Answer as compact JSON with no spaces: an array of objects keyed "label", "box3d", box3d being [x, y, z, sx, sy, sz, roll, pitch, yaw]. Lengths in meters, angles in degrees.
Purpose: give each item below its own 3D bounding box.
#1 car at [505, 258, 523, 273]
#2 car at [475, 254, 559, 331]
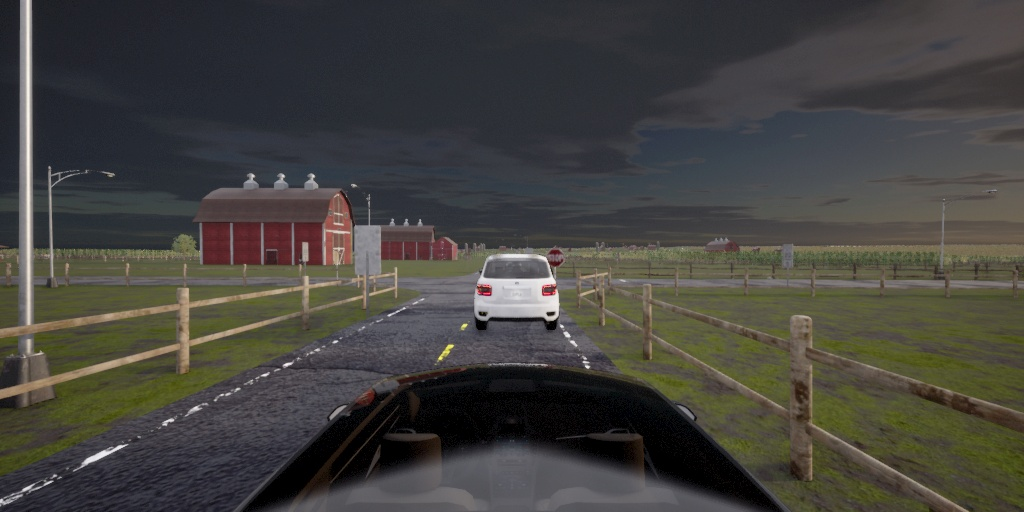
[{"label":"car","box3d":[0.195,1.095,43.837,2.097,1.767,4.553,0,0,0]},{"label":"car","box3d":[0.121,0.968,11.102,2.150,2.045,5.566,0,0,0]}]
